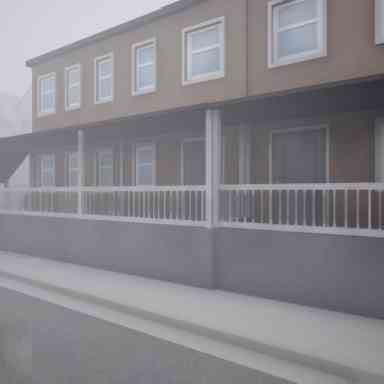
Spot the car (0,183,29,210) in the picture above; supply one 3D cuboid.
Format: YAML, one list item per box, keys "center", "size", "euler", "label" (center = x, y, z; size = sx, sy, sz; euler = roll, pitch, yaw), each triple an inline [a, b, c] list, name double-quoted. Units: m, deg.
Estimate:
- center: [-15.187, 0.727, 27.240]
  size: [2.150, 2.045, 5.566]
  euler: [0, 14, 34]
  label: "car"
